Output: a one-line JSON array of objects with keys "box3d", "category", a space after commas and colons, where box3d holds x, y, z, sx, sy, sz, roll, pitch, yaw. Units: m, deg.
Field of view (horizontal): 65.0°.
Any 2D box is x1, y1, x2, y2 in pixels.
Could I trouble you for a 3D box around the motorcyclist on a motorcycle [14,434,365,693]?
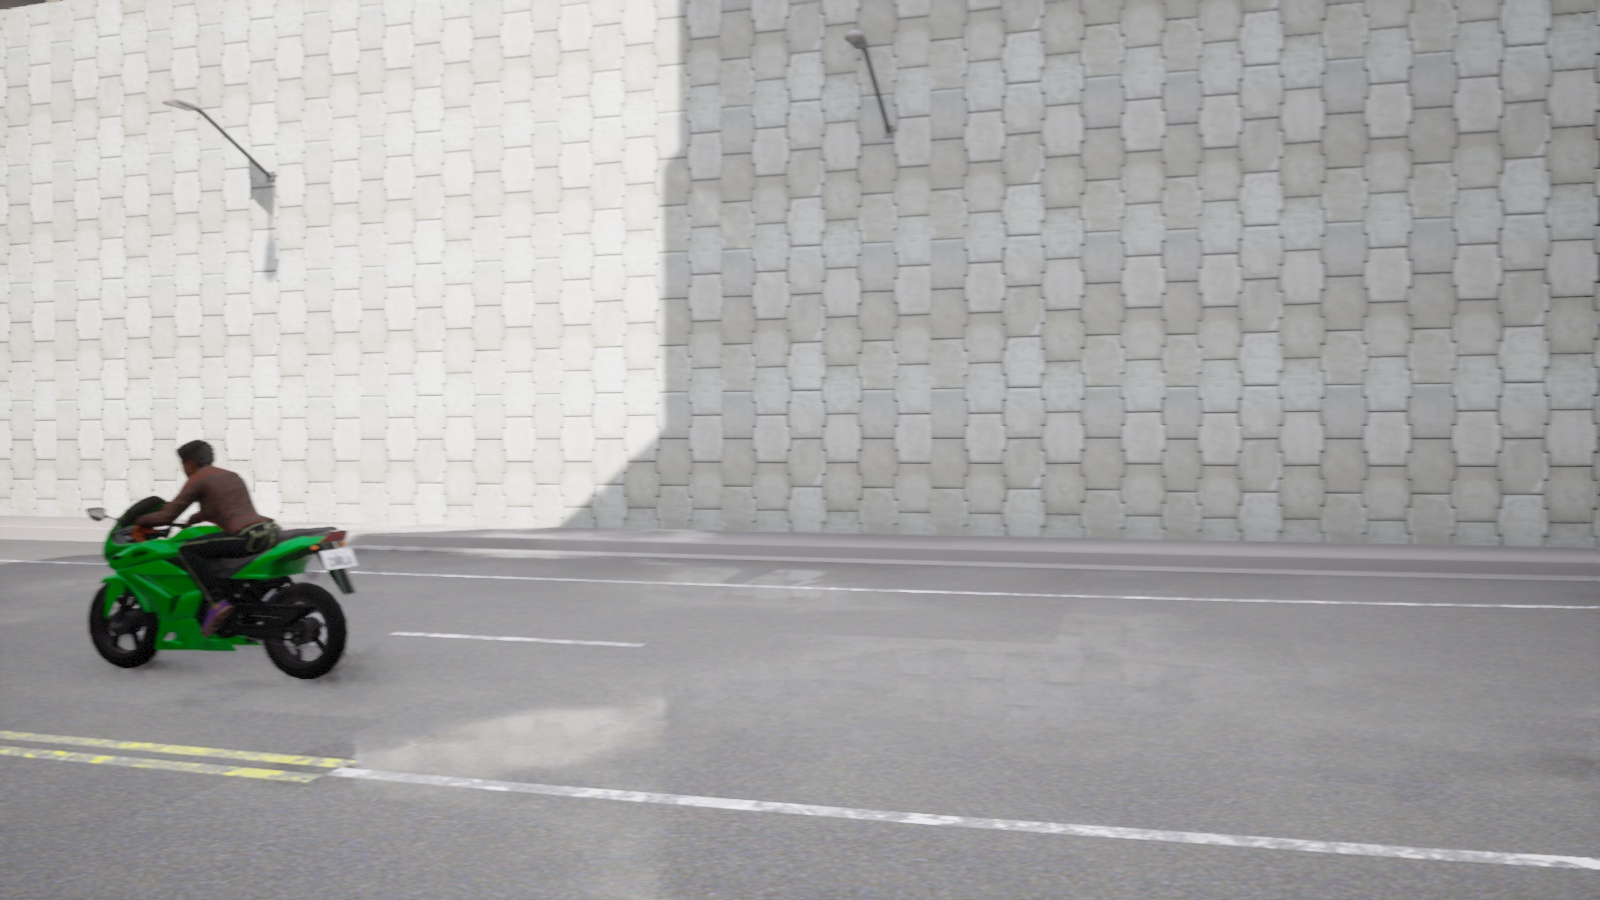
[{"box3d": [-3.926, 0.663, 8.099, 2.044, 1.523, 0.797, 0, 0, 17], "category": "motorcyclist on a motorcycle"}]
